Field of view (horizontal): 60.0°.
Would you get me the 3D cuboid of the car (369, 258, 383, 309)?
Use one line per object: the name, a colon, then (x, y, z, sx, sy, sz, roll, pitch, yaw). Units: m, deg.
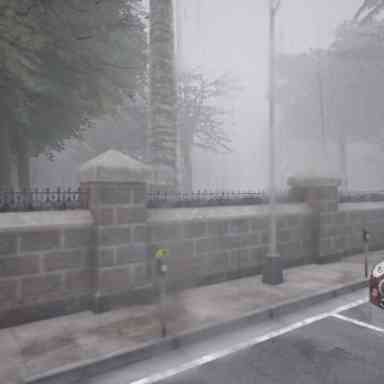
car: (5.286, 1.435, 6.585, 4.097, 1.590, 1.967, 0, 0, -35)
